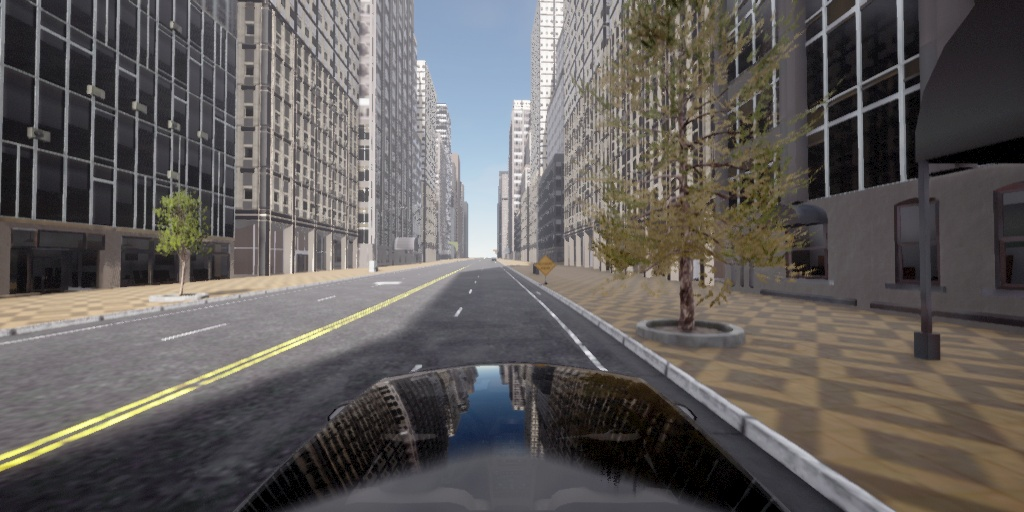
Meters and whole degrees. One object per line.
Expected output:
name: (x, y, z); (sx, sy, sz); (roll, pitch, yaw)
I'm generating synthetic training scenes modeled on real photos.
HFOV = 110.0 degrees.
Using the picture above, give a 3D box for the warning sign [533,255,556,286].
warning sign: (2.055, 0.864, 21.787); (1.300, 1.860, 1.060); (0, 0, -4)
